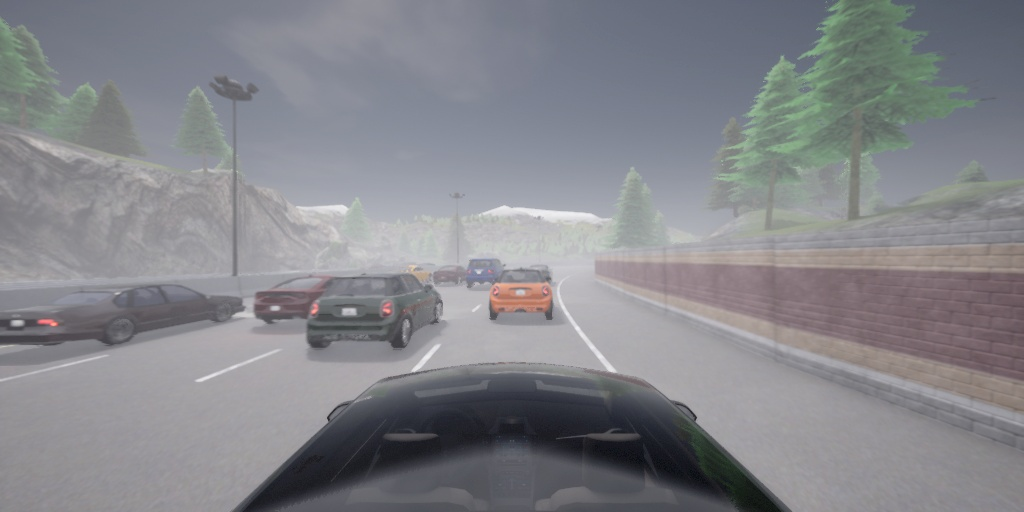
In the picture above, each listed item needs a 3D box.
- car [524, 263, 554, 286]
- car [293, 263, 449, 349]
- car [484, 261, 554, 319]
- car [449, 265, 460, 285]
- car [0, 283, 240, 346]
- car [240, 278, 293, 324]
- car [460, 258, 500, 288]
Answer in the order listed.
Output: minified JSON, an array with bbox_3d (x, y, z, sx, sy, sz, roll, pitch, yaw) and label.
[{"bbox_3d":[2.221,1.403,28.563,1.882,1.535,5.008,-1,0,10],"label":"car"},{"bbox_3d":[-3.326,1.198,9.646,2.097,1.767,4.553,-1,-1,2],"label":"car"},{"bbox_3d":[0.407,1.184,13.396,2.097,1.767,4.553,-1,-1,4],"label":"car"},{"bbox_3d":[-4.754,1.487,29.283,1.882,1.535,5.008,-1,0,10],"label":"car"},{"bbox_3d":[-10.317,1.477,10.064,2.033,1.411,5.357,-1,0,2],"label":"car"},{"bbox_3d":[-6.655,1.386,12.767,1.882,1.535,5.008,-1,-1,4],"label":"car"},{"bbox_3d":[-1.744,1.177,26.274,2.150,2.045,5.566,-1,0,9],"label":"car"}]
